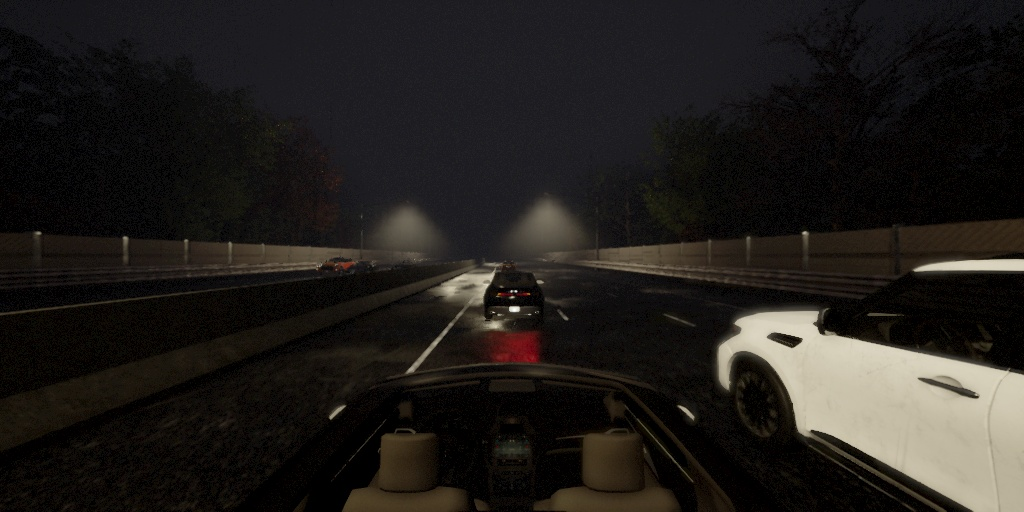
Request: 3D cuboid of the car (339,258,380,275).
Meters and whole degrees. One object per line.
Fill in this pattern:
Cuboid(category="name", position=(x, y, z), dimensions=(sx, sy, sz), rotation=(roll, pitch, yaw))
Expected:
Cuboid(category="car", position=(-14.336, 1.255, 34.728), dimensions=(2.128, 1.511, 4.902), rotation=(0, 0, -1))

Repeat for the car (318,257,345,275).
Cuboid(category="car", position=(-17.851, 0.924, 36.712), dimensions=(2.097, 1.767, 4.553), rotation=(0, 0, -1))

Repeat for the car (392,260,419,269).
Cuboid(category="car", position=(-10.852, 1.203, 36.820), dimensions=(2.128, 1.511, 4.902), rotation=(0, 0, -1))

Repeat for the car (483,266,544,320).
Cuboid(category="car", position=(0.057, 1.259, 12.563), dimensions=(1.837, 1.490, 4.892), rotation=(0, 0, 0))

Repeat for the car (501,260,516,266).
Cuboid(category="car", position=(-0.425, 1.222, 44.431), dimensions=(1.801, 1.575, 5.366), rotation=(0, 0, -1))

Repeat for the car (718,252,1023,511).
Cuboid(category="car", position=(3.594, 0.970, 2.000), dimensions=(2.150, 2.045, 5.566), rotation=(0, 0, 0))
